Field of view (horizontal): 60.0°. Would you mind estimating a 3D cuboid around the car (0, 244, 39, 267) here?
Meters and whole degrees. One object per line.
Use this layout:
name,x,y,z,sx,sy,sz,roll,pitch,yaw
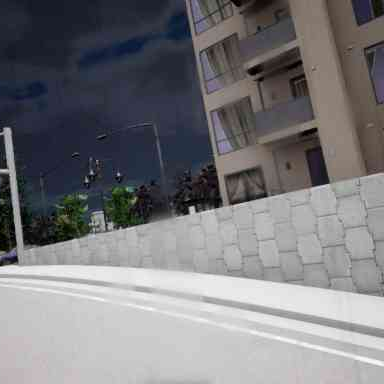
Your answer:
car,-15.552,5.657,29.598,2.097,1.767,4.553,-15,-9,35
